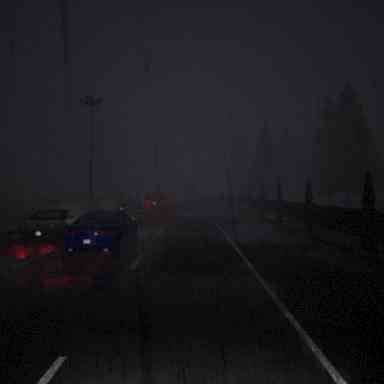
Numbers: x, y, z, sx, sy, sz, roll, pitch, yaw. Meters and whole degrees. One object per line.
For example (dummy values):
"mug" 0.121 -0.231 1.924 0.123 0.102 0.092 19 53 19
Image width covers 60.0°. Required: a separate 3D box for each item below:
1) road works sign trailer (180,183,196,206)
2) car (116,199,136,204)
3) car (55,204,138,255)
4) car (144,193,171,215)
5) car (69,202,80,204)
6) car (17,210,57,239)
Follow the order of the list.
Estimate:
"road works sign trailer" -0.681 0.342 52.757 2.380 3.560 2.880 0 0 -10
"car" -6.909 1.445 34.899 1.812 1.442 4.674 0 0 0
"car" -3.397 1.447 13.230 1.882 1.535 5.008 0 0 0
"car" -3.393 1.145 32.991 2.150 2.045 5.566 0 0 0
"car" -19.081 1.094 55.856 2.150 2.045 5.566 0 0 -9
"car" -6.896 1.561 17.150 1.895 1.301 4.718 0 0 0
